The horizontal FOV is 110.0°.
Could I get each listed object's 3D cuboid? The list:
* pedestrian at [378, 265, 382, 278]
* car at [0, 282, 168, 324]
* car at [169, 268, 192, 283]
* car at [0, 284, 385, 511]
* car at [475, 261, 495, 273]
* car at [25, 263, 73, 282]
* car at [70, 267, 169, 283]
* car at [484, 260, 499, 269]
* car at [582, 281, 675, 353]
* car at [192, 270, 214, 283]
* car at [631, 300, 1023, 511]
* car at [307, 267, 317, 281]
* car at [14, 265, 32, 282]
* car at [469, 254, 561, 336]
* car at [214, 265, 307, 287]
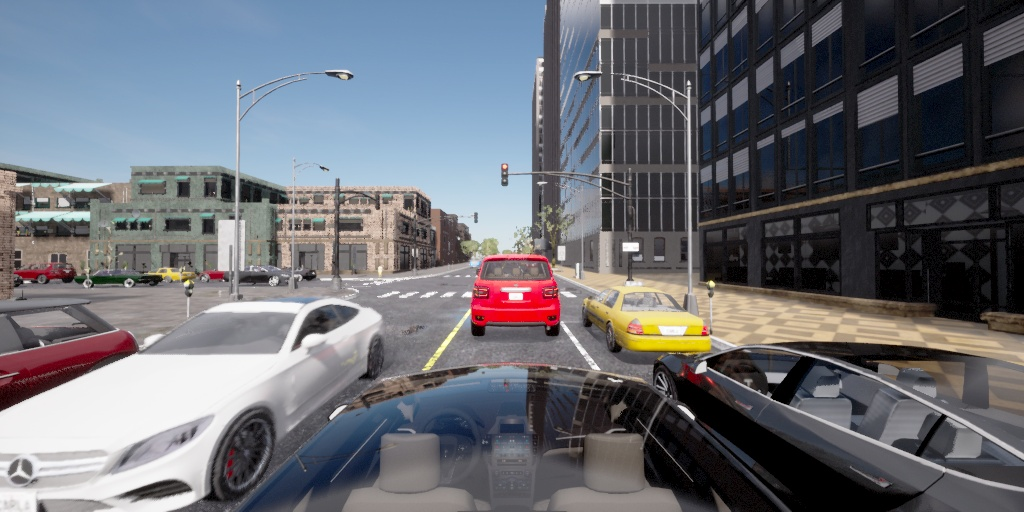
[{"bbox_3d":[-12.621,1.399,34.354,0.375,1.300,0.375,0,0,1],"label":"pedestrian"},{"bbox_3d":[-5.693,1.190,2.843,1.967,1.591,4.097,0,0,0],"label":"car"},{"bbox_3d":[-30.748,1.628,31.589,4.829,1.417,1.751,0,0,1],"label":"car"},{"bbox_3d":[-3.108,1.276,4.561,1.812,1.442,4.674,0,0,0],"label":"car"},{"bbox_3d":[-3.199,1.313,44.003,2.033,1.411,5.357,0,0,0],"label":"car"},{"bbox_3d":[-41.673,1.523,31.703,5.009,1.841,2.192,0,0,1],"label":"car"},{"bbox_3d":[-28.096,1.587,25.779,4.718,1.301,1.895,-1,-1,1],"label":"car"},{"bbox_3d":[-3.222,1.318,56.771,2.033,1.411,5.357,0,0,0],"label":"car"},{"bbox_3d":[2.812,1.277,8.622,1.751,1.417,4.829,0,0,0],"label":"car"},{"bbox_3d":[-25.030,1.489,31.530,4.097,1.591,1.967,0,0,1],"label":"car"},{"bbox_3d":[2.655,1.316,2.809,1.948,1.339,4.313,0,0,0],"label":"car"},{"bbox_3d":[-19.482,1.562,31.472,4.313,1.339,1.948,0,0,1],"label":"car"},{"bbox_3d":[-38.509,1.591,25.900,4.892,1.490,1.837,-1,-1,1],"label":"car"},{"bbox_3d":[0.080,0.975,10.497,2.150,2.045,5.566,0,0,0],"label":"car"},{"bbox_3d":[-17.892,1.381,25.690,4.902,1.511,2.128,-1,-1,2],"label":"car"}]
